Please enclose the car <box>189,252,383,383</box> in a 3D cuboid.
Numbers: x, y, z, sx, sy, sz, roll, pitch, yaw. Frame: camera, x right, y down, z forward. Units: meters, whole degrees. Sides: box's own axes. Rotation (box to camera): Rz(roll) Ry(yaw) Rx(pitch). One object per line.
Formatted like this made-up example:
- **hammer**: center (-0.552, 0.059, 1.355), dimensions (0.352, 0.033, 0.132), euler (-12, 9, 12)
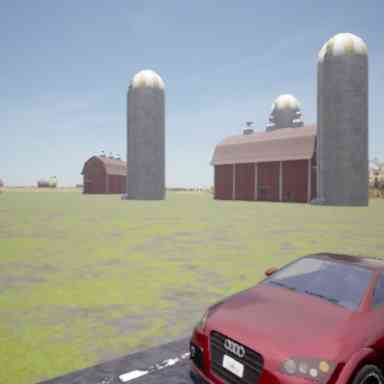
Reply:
- **car**: center (2.030, 1.592, 4.552), dimensions (4.181, 1.385, 1.994), euler (0, 0, -36)
